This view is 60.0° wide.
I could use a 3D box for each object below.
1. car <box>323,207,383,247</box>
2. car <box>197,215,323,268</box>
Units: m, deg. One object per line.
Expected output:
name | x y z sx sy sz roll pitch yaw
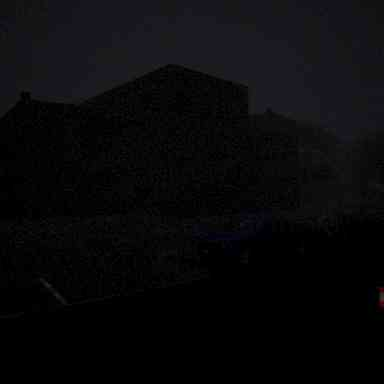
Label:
car | 7.320 1.682 16.420 4.892 1.521 2.231 0 0 -40
car | 2.438 1.684 12.394 5.008 1.535 2.097 0 0 -38
